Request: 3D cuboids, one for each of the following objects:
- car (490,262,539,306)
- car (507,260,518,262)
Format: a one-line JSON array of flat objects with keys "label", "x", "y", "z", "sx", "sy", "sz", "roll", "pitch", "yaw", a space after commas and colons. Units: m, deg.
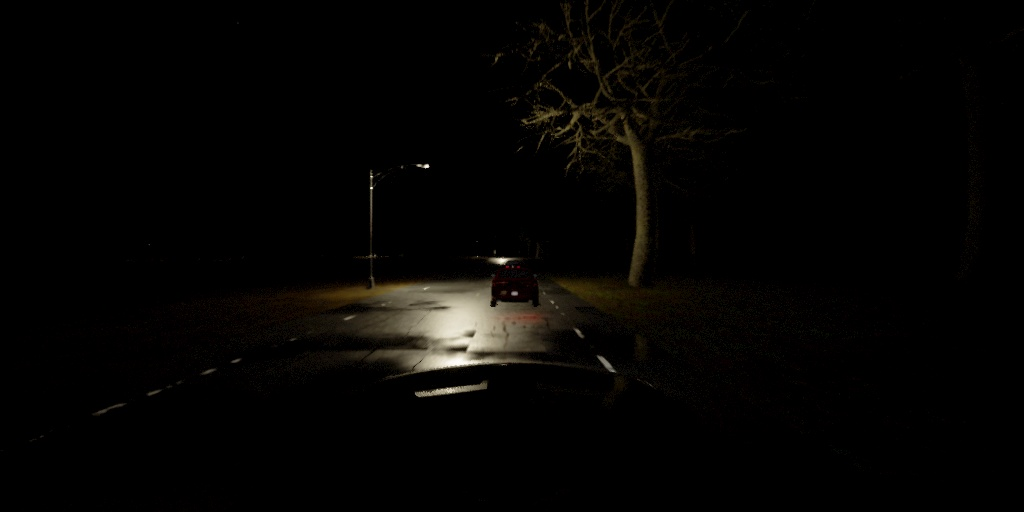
[{"label": "car", "x": 0.098, "y": 1.228, "z": 15.774, "sx": 1.882, "sy": 1.535, "sz": 5.008, "roll": 0, "pitch": 0, "yaw": 0}, {"label": "car", "x": 0.094, "y": 1.202, "z": 40.323, "sx": 2.033, "sy": 1.411, "sz": 5.357, "roll": 0, "pitch": 1, "yaw": 0}]
